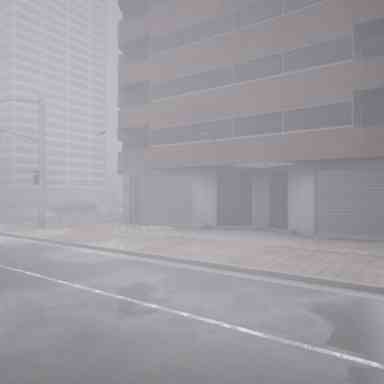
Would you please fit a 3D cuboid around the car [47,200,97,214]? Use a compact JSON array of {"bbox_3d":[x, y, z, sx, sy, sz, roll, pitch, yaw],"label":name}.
[{"bbox_3d":[-12.967,1.547,36.498,2.033,1.411,5.357,0,0,35],"label":"car"}]
